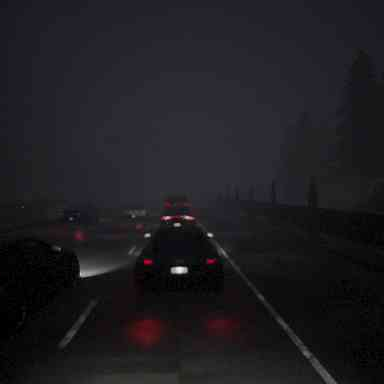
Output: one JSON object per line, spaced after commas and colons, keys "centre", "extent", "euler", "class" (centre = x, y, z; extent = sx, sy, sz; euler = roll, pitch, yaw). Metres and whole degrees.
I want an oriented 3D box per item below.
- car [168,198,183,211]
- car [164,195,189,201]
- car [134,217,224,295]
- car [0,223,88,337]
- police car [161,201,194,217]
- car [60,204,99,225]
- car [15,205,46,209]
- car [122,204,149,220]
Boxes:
{"centre": [-2.127, 1.560, 43.406], "extent": [1.801, 1.575, 5.366], "euler": [0, 0, -3], "class": "car"}
{"centre": [-1.478, 1.296, 31.300], "extent": [2.150, 2.045, 5.566], "euler": [0, 0, -3], "class": "car"}
{"centre": [-0.342, 1.584, 8.826], "extent": [1.994, 1.385, 4.181], "euler": [0, 0, -2], "class": "car"}
{"centre": [-3.734, 1.582, 6.636], "extent": [1.994, 1.385, 4.181], "euler": [0, 0, -2], "class": "car"}
{"centre": [-0.858, 1.549, 19.577], "extent": [2.038, 1.542, 4.974], "euler": [0, 0, -3], "class": "police car"}
{"centre": [-8.106, 1.587, 24.236], "extent": [1.812, 1.442, 4.674], "euler": [0, 0, -3], "class": "car"}
{"centre": [-15.856, 1.442, 34.309], "extent": [2.097, 1.767, 4.553], "euler": [0, 0, -3], "class": "car"}
{"centre": [-4.858, 1.672, 29.051], "extent": [1.895, 1.301, 4.718], "euler": [0, 0, -3], "class": "car"}
